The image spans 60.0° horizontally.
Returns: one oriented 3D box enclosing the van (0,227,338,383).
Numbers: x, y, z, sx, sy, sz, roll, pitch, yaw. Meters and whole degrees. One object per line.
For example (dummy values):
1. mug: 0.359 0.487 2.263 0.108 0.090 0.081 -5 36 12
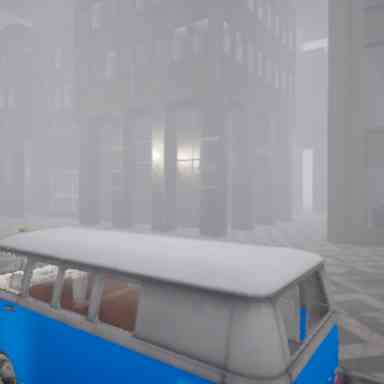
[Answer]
1. van: -0.628 1.337 3.407 3.998 1.788 1.690 0 0 36
